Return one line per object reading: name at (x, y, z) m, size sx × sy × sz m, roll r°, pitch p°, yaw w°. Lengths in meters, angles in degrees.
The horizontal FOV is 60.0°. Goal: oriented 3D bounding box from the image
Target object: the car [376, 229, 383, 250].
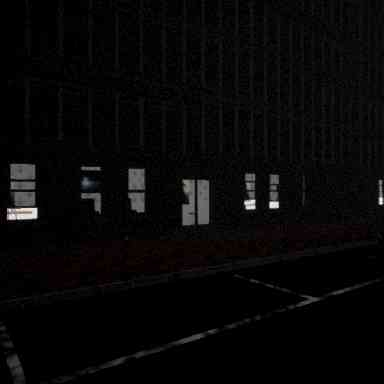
car at (8.819, 1.541, 12.851) m, size 4.403 × 1.369 × 2.008 m, roll 0°, pitch 0°, yaw -36°
